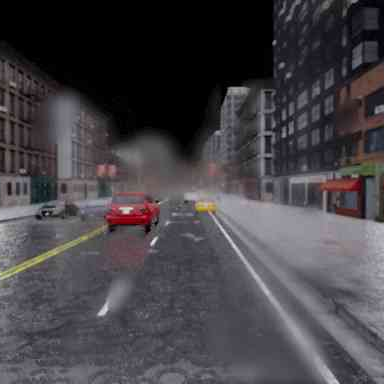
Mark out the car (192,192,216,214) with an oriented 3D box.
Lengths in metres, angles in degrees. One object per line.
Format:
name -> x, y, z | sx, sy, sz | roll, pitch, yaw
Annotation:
car -> 1.175, 1.102, 30.377 | 1.801, 1.575, 5.366 | 0, 1, 0

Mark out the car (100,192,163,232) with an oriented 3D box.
car -> -3.116, 1.010, 18.529 | 2.150, 2.045, 5.566 | 0, 1, 1

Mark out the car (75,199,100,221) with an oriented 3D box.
car -> -6.569, 1.248, 24.105 | 1.812, 1.442, 4.674 | 0, 1, 0

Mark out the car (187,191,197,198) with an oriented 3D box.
car -> 0.084, 0.559, 69.450 | 2.033, 1.411, 5.357 | 0, 1, 0

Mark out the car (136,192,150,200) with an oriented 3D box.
car -> -9.684, 0.760, 66.008 | 1.994, 1.385, 4.181 | 0, 1, 1

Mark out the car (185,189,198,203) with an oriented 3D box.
car -> 0.061, 0.622, 50.356 | 2.150, 2.045, 5.566 | 0, 1, 2

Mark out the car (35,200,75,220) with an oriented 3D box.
car -> -9.818, 1.281, 24.518 | 1.994, 1.385, 4.181 | 0, 1, 0
